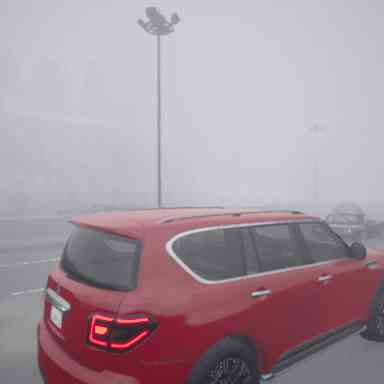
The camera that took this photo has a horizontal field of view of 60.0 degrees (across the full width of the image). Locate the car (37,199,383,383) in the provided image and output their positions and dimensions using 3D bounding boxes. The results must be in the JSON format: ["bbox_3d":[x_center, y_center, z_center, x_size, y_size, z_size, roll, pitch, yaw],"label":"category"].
[{"bbox_3d":[0.861,1.232,4.716,5.566,2.045,2.150,0,0,-38],"label":"car"}]

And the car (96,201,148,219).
[{"bbox_3d":[-6.549,1.640,31.456,1.812,1.442,4.674,0,0,41],"label":"car"}]

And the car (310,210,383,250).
[{"bbox_3d":[7.373,1.611,15.360,1.895,1.301,4.718,0,0,44],"label":"car"}]

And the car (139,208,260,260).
[{"bbox_3d":[0.483,1.514,13.572,5.008,1.535,1.882,0,0,-42],"label":"car"}]

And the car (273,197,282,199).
[{"bbox_3d":[14.369,1.581,56.146,2.128,1.511,4.902,0,0,18],"label":"car"}]

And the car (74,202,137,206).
[{"bbox_3d":[-6.190,1.579,21.904,4.902,1.511,2.128,0,0,-43],"label":"car"}]

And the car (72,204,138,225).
[{"bbox_3d":[-6.751,1.702,26.131,1.895,1.301,4.718,0,0,45],"label":"car"}]

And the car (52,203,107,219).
[{"bbox_3d":[-10.731,1.735,32.004,1.895,1.301,4.718,0,0,44],"label":"car"}]

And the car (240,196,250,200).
[{"bbox_3d":[11.399,1.640,70.200,1.837,1.490,4.892,0,0,17],"label":"car"}]

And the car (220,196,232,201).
[{"bbox_3d":[7.003,1.652,67.790,1.837,1.490,4.892,0,0,17],"label":"car"}]

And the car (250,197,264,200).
[{"bbox_3d":[12.619,1.676,62.267,1.994,1.385,4.181,0,0,17],"label":"car"}]

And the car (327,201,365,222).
[{"bbox_3d":[12.964,1.567,27.781,2.033,1.411,5.357,0,0,34],"label":"car"}]
